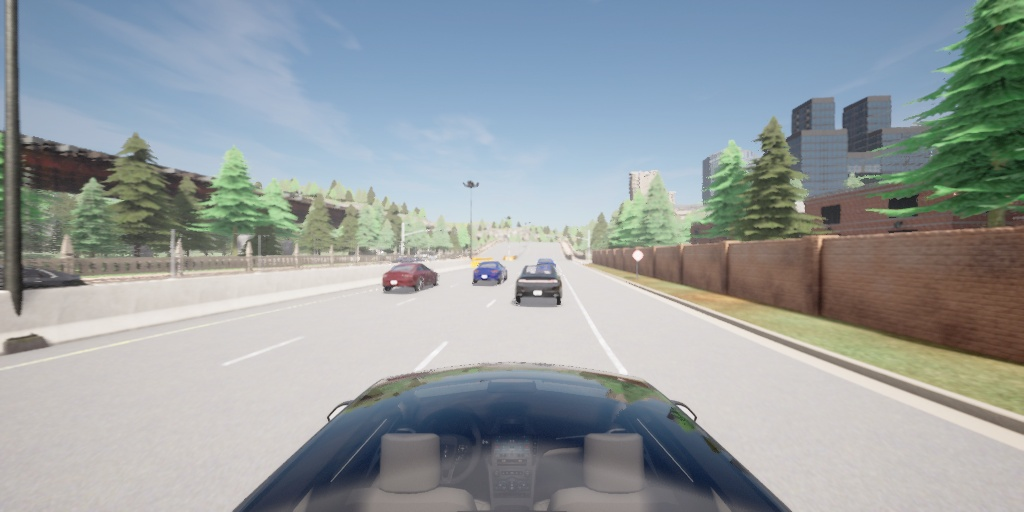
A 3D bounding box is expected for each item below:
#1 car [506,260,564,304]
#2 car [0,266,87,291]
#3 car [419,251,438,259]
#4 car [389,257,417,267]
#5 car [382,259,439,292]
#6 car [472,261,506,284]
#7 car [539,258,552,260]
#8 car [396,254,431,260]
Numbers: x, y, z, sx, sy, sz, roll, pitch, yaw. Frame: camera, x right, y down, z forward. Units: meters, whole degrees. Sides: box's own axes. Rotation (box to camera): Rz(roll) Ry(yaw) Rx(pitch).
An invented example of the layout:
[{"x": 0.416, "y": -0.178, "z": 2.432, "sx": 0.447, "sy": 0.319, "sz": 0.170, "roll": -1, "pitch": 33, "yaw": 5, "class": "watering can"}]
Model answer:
[{"x": 1.193, "y": 1.127, "z": 15.587, "sx": 2.128, "sy": 1.511, "sz": 4.902, "roll": 0, "pitch": 0, "yaw": 6, "class": "car"}, {"x": -17.019, "y": 1.087, "z": 11.347, "sx": 1.837, "sy": 1.490, "sz": 4.892, "roll": 0, "pitch": 1, "yaw": 5, "class": "car"}, {"x": -12.539, "y": 0.281, "z": 52.716, "sx": 2.150, "sy": 2.045, "sz": 5.566, "roll": 0, "pitch": 0, "yaw": 6, "class": "car"}, {"x": -16.018, "y": 0.844, "z": 53.124, "sx": 2.033, "sy": 1.411, "sz": 5.357, "roll": 0, "pitch": 0, "yaw": 6, "class": "car"}, {"x": -5.439, "y": 1.095, "z": 19.584, "sx": 1.812, "sy": 1.442, "sz": 4.674, "roll": 0, "pitch": 0, "yaw": 6, "class": "car"}, {"x": -1.428, "y": 1.076, "z": 24.152, "sx": 1.812, "sy": 1.442, "sz": 4.674, "roll": 0, "pitch": 0, "yaw": 6, "class": "car"}, {"x": 3.341, "y": 0.952, "z": 35.780, "sx": 1.882, "sy": 1.535, "sz": 5.008, "roll": 0, "pitch": 0, "yaw": 6, "class": "car"}, {"x": -10.649, "y": 0.880, "z": 37.823, "sx": 2.128, "sy": 1.511, "sz": 4.902, "roll": 0, "pitch": 0, "yaw": 7, "class": "car"}]
